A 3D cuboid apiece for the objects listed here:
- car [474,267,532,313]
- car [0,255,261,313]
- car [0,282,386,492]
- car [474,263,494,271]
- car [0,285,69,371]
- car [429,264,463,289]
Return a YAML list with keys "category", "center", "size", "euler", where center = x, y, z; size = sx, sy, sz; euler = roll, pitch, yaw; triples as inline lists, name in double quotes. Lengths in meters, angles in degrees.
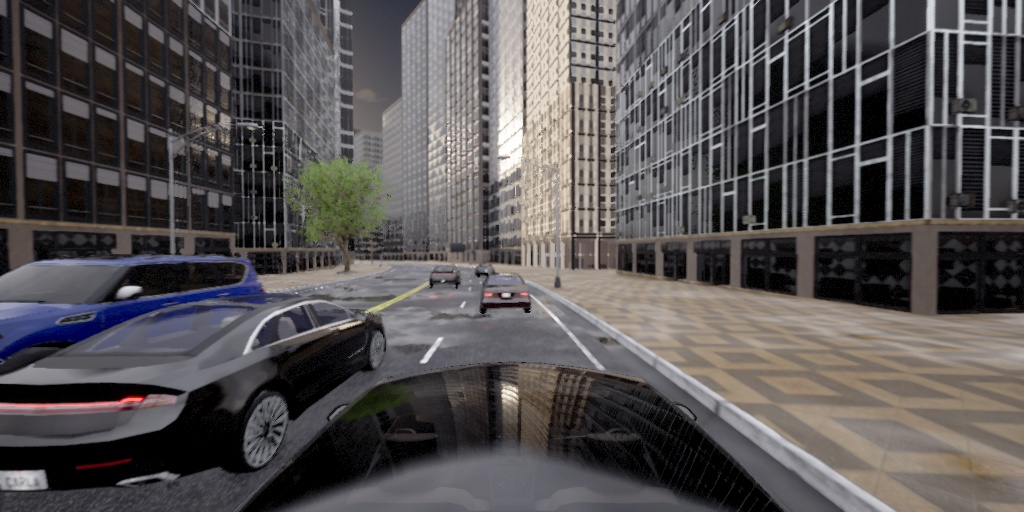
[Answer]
- category: "car"
  center: [-0.319, 1.323, 14.152]
  size: [2.033, 1.411, 5.357]
  euler: [0, 0, -3]
- category: "car"
  center: [-6.692, 1.002, 6.019]
  size: [2.150, 2.045, 5.566]
  euler: [0, 0, -1]
- category: "car"
  center: [-3.231, 1.258, 4.772]
  size: [2.128, 1.511, 4.902]
  euler: [0, 0, -1]
- category: "car"
  center: [-2.823, 1.393, 37.172]
  size: [1.994, 1.385, 4.181]
  euler: [0, 0, -9]
- category: "car"
  center: [-9.938, 1.313, 4.990]
  size: [1.812, 1.442, 4.674]
  euler: [0, 0, -1]
- category: "car"
  center: [-4.372, 1.304, 23.967]
  size: [2.128, 1.511, 4.902]
  euler: [0, 0, -6]
